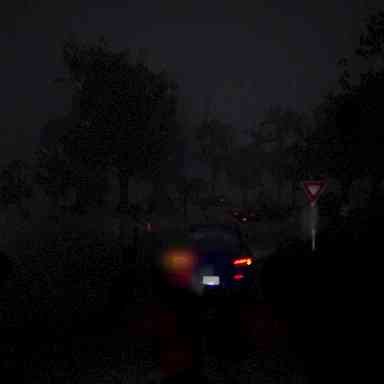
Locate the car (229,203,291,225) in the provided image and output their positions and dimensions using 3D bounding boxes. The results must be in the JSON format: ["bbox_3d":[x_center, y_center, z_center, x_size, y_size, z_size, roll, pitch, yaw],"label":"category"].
[{"bbox_3d":[4.964,1.472,23.109,1.895,1.301,4.718,0,1,45],"label":"car"}]

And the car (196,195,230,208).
[{"bbox_3d":[2.698,1.113,43.066,4.553,1.767,2.097,0,1,41],"label":"car"}]

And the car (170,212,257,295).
[{"bbox_3d":[0.591,1.478,8.513,1.812,1.442,4.674,0,0,6],"label":"car"}]
